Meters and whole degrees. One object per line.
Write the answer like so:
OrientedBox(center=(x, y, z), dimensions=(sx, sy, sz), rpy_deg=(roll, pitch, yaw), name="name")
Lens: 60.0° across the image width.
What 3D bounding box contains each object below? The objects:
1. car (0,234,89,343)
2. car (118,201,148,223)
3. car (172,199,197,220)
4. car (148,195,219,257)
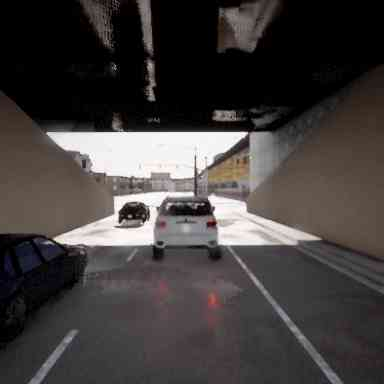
OrientedBox(center=(-3.565, 1.512, 6.295), dimensions=(2.033, 1.411, 5.357), rpy_deg=(0, 0, -1), name="car")
OrientedBox(center=(-4.017, 1.363, 23.552), dimensions=(1.812, 1.442, 4.674), rpy_deg=(0, 0, -1), name="car")
OrientedBox(center=(-0.647, 1.325, 26.889), dimensions=(1.812, 1.442, 4.674), rpy_deg=(0, 0, -2), name="car")
OrientedBox(center=(-0.243, 1.128, 12.746), dimensions=(2.150, 2.045, 5.566), rpy_deg=(0, 1, -2), name="car")
